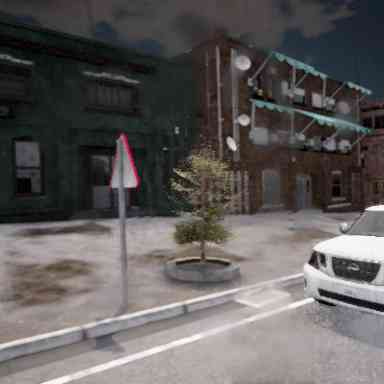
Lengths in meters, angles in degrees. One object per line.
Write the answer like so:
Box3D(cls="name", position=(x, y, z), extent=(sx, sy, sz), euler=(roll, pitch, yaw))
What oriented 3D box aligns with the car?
Box3D(cls="car", position=(4.695, 1.261, 7.018), extent=(5.566, 2.045, 2.150), euler=(1, -1, -38))
